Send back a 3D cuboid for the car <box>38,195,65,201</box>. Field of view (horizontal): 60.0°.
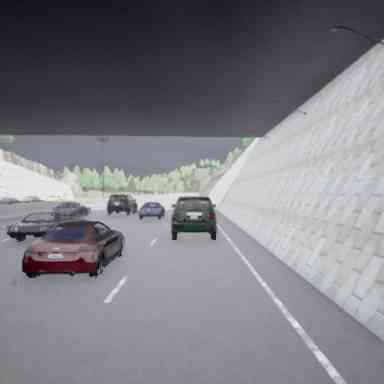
[{"bbox_3d":[-21.043,1.187,50.682,1.882,1.535,5.008,0,0,0],"label":"car"}]

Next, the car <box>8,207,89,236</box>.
[{"bbox_3d":[-6.900,1.619,16.378,1.895,1.301,4.718,0,0,0],"label":"car"}]

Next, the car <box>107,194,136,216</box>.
[{"bbox_3d":[-6.919,1.249,33.320,2.150,2.045,5.566,0,0,0],"label":"car"}]

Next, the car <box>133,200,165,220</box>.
[{"bbox_3d":[-3.412,1.568,28.790,2.033,1.411,5.357,0,0,0],"label":"car"}]

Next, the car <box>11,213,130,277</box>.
[{"bbox_3d":[-3.397,1.574,10.297,1.994,1.385,4.181,0,0,0],"label":"car"}]

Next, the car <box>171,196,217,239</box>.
[{"bbox_3d":[0.099,1.231,17.468,2.150,2.045,5.566,0,0,0],"label":"car"}]

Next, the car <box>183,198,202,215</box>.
[{"bbox_3d":[0.078,1.498,35.657,1.882,1.535,5.008,0,0,0],"label":"car"}]

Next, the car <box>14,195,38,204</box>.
[{"bbox_3d":[-24.543,1.237,50.677,1.812,1.442,4.674,0,0,0],"label":"car"}]

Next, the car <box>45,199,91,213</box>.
[{"bbox_3d":[-10.411,1.577,28.787,2.033,1.411,5.357,0,0,0],"label":"car"}]

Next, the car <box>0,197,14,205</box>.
[{"bbox_3d":[-28.043,1.506,50.672,1.812,1.442,4.674,0,0,0],"label":"car"}]
